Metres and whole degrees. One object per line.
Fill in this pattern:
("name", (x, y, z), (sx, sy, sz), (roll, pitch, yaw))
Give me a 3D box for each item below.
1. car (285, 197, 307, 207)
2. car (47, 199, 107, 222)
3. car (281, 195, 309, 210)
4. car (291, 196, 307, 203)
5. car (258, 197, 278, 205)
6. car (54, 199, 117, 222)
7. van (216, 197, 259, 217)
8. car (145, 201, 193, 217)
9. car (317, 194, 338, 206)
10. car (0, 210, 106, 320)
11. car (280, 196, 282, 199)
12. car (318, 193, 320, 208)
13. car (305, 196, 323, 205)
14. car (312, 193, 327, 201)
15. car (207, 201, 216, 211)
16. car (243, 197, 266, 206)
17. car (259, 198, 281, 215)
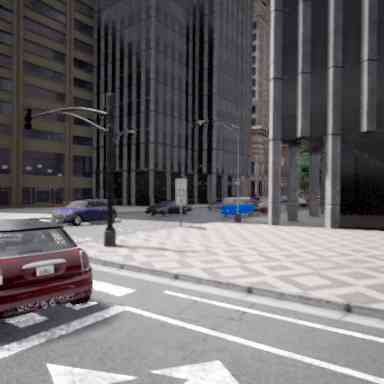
("car", (16.071, 1.529, 51.411), (1.812, 1.442, 4.674), (1, 0, 36))
("car", (-9.081, 1.394, 26.502), (1.967, 1.590, 4.097), (1, 1, 36))
("car", (13.733, 1.472, 43.601), (1.967, 1.590, 4.097), (1, 0, 36))
("car", (22.705, 1.501, 70.657), (2.008, 1.369, 4.403), (1, 0, 36))
("car", (13.168, 1.516, 57.410), (1.802, 1.307, 4.206), (1, 0, 36))
("car", (-7.649, 1.341, 23.856), (2.097, 1.767, 4.553), (1, 1, 35))
("van", (4.198, 1.388, 30.353), (1.690, 1.788, 3.998), (1, 1, 36))
("car", (-2.068, 1.525, 31.684), (2.033, 1.411, 5.357), (1, 1, 36))
("car", (23.271, 1.360, 56.848), (2.192, 1.841, 5.009), (1, 0, 36))
("car", (-4.086, 1.365, 7.098), (4.553, 1.767, 2.097), (0, 0, 42))
("car", (16.348, 1.379, 61.825), (1.967, 1.590, 4.097), (1, 0, 36))
("car", (16.913, 1.349, 48.017), (2.192, 1.841, 5.009), (1, 0, 36))
("car", (21.923, 1.539, 59.537), (1.812, 1.442, 4.674), (1, 0, 36))
("car", (32.243, 1.281, 83.902), (2.192, 1.841, 5.009), (1, 0, 36))
("car", (3.671, 1.492, 39.659), (1.812, 1.442, 4.674), (1, 1, 36))
("car", (9.990, 1.474, 52.995), (1.887, 1.381, 4.507), (1, 0, 36))
("car", (7.375, 1.623, 34.771), (1.802, 1.307, 4.206), (1, 1, 36))
